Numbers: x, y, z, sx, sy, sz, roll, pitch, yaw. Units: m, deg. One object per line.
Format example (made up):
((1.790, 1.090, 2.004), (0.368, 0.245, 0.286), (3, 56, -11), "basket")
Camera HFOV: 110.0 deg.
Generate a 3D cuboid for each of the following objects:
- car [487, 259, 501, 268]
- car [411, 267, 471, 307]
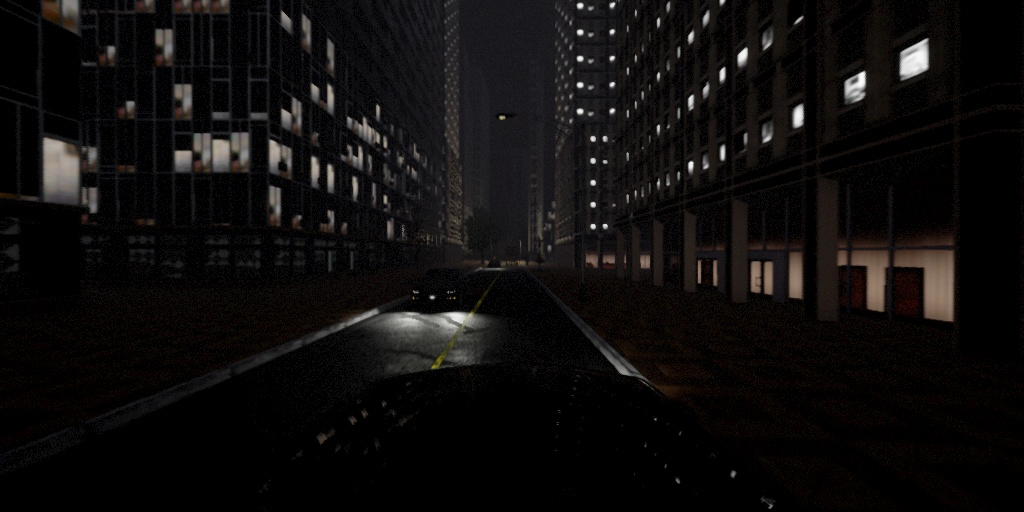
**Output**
((-2.810, 1.238, 57.473), (1.994, 1.385, 4.181), (0, 0, 1), "car")
((-2.853, 1.223, 15.244), (1.837, 1.490, 4.892), (0, 0, 0), "car")
